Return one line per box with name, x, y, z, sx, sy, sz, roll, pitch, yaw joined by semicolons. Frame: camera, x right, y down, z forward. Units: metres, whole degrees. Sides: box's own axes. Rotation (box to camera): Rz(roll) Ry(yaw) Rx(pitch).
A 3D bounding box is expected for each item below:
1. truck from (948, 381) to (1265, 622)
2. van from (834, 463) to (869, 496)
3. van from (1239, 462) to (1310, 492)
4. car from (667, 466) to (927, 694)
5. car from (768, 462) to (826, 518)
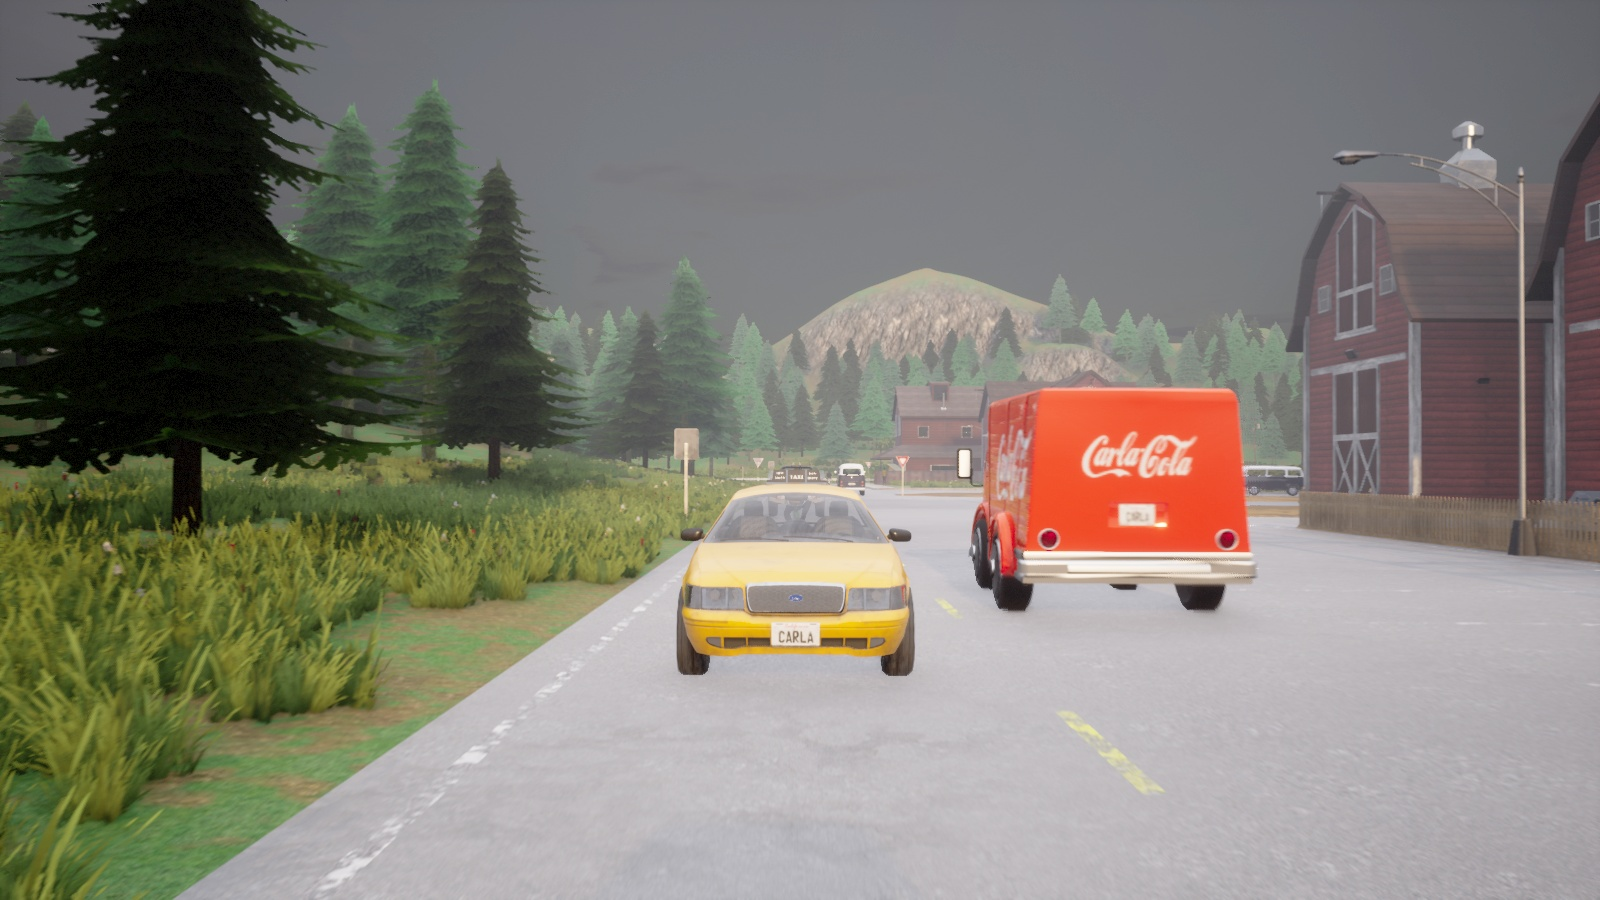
truck;3.460;0.574;15.550;2.627;2.467;5.204;0;-1;0
van;3.300;1.892;81.666;2.069;2.038;4.480;0;-1;0
van;32.258;1.829;85.510;4.480;2.038;2.069;0;-1;19
car;-0.028;0.945;11.410;1.801;1.575;5.366;0;-1;0
car;-0.107;1.369;44.013;1.932;1.855;4.605;0;-1;0
